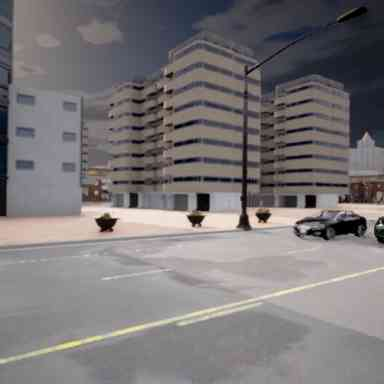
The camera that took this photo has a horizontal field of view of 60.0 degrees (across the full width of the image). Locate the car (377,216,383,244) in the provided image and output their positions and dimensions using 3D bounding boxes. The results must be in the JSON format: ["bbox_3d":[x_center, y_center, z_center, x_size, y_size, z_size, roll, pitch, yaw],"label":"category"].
[{"bbox_3d":[11.120,1.462,16.152,5.566,2.045,2.150,1,0,-35],"label":"car"}]

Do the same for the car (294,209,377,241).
[{"bbox_3d":[7.502,1.702,17.878,4.902,1.511,2.128,1,0,-35],"label":"car"}]
